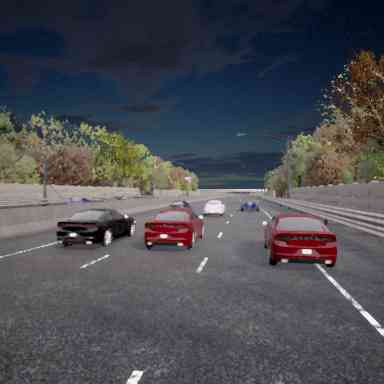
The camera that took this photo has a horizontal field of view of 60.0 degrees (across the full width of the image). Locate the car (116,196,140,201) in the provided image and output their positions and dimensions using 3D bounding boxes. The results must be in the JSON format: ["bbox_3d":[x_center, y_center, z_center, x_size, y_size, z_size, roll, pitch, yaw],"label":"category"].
[{"bbox_3d":[-9.253,1.398,50.412,2.097,1.767,4.553,0,0,9],"label":"car"}]

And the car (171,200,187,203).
[{"bbox_3d":[-1.240,1.554,32.924,1.812,1.442,4.674,0,0,9],"label":"car"}]

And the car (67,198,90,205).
[{"bbox_3d":[-16.597,1.567,48.901,1.812,1.442,4.674,0,0,9],"label":"car"}]

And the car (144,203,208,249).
[{"bbox_3d":[-0.634,1.487,14.719,1.882,1.535,5.008,0,0,9],"label":"car"}]

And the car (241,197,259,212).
[{"bbox_3d":[6.995,1.389,40.182,2.097,1.767,4.553,0,0,10],"label":"car"}]

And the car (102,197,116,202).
[{"bbox_3d":[-12.522,1.539,52.113,2.128,1.511,4.902,0,0,9],"label":"car"}]

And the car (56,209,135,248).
[{"bbox_3d":[-4.120,1.487,15.088,1.882,1.535,5.008,0,0,9],"label":"car"}]

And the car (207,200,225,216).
[{"bbox_3d":[2.240,1.554,32.530,1.812,1.442,4.674,0,0,9],"label":"car"}]

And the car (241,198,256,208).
[{"bbox_3d":[8.501,1.599,49.991,2.033,1.411,5.357,0,0,9],"label":"car"}]

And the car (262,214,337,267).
[{"bbox_3d":[3.538,1.486,11.546,1.882,1.535,5.008,0,0,9],"label":"car"}]
